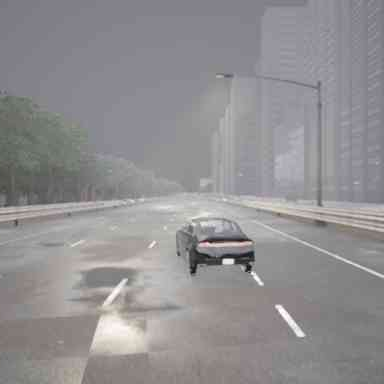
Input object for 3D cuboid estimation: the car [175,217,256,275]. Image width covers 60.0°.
[{"bbox_3d":[0.570,1.574,10.864,2.128,1.511,4.902,0,0,-9],"label":"car"}]
